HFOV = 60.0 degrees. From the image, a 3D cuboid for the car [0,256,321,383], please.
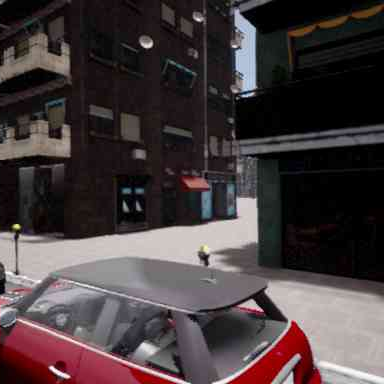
[{"bbox_3d":[-0.901,1.433,3.529,4.097,1.590,1.967,0,-1,35],"label":"car"}]
